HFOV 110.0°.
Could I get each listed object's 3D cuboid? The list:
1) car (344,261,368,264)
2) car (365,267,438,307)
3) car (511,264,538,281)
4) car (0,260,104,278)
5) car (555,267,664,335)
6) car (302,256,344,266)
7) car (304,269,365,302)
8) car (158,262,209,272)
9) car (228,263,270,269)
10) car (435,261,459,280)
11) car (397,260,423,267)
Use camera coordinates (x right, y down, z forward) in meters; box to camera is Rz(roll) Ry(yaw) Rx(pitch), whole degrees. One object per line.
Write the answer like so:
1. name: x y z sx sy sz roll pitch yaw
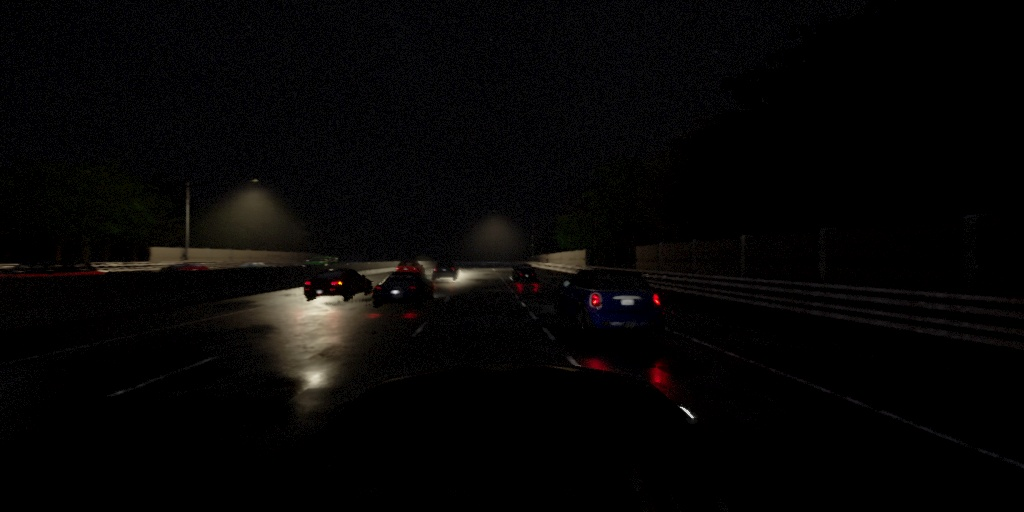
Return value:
1. car: -25.715 1.510 58.028 2.033 1.411 5.357 0 -1 -4
2. car: -4.687 1.387 15.912 1.994 1.385 4.181 0 0 -4
3. car: 1.066 1.465 32.073 1.812 1.442 4.674 0 0 -4
4. car: -22.536 1.068 17.125 2.097 1.767 4.553 0 0 -5
5. car: 2.716 1.192 11.063 2.097 1.767 4.553 0 0 -4
6. car: -20.747 1.044 39.025 2.150 2.045 5.566 0 0 -4
7. car: -8.332 1.334 17.453 1.812 1.442 4.674 0 0 -5
8. car: -30.874 1.298 33.851 1.994 1.385 4.181 0 0 -4
9. car: -27.689 1.374 37.983 1.895 1.301 4.718 0 0 -4
10. car: -6.049 1.249 33.220 2.097 1.767 4.553 0 0 -4
11. car: -9.627 1.228 34.083 2.097 1.767 4.553 0 0 -4
